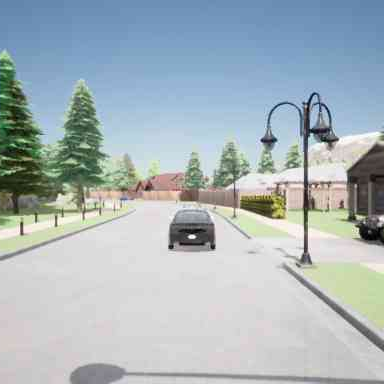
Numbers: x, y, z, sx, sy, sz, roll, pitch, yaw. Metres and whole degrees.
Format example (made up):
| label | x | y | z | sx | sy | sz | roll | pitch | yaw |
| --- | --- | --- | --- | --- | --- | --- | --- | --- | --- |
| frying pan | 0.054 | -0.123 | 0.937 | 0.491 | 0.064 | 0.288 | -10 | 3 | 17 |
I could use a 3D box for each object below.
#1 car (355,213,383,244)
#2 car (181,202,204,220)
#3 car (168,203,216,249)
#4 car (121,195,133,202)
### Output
| label | x | y | z | sx | sy | sz | roll | pitch | yaw |
| --- | --- | --- | --- | --- | --- | --- | --- | --- | --- |
| car | 8.942 | 1.174 | 13.514 | 3.866 | 1.878 | 1.905 | 0 | 0 | 0 |
| car | -0.003 | 1.616 | 29.646 | 1.895 | 1.301 | 4.718 | 0 | 0 | 0 |
| car | 0.000 | 1.485 | 14.603 | 1.882 | 1.535 | 5.008 | 0 | 0 | 0 |
| car | -14.441 | 1.420 | 73.275 | 1.812 | 1.442 | 4.674 | 0 | 0 | -27 |
